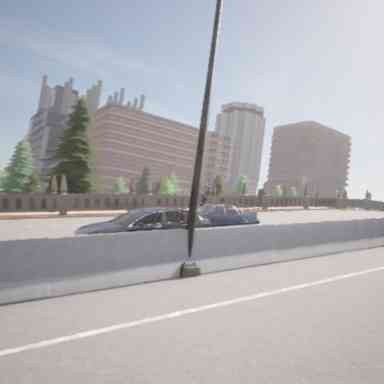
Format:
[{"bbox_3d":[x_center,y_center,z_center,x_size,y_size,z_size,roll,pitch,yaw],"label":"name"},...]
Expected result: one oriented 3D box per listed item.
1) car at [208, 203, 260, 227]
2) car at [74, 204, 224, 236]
[{"bbox_3d":[1.113,1.312,17.372,5.357,1.411,2.033,1,1,-34],"label":"car"},{"bbox_3d":[-1.512,1.294,11.428,4.892,1.490,1.837,0,1,-34],"label":"car"}]
